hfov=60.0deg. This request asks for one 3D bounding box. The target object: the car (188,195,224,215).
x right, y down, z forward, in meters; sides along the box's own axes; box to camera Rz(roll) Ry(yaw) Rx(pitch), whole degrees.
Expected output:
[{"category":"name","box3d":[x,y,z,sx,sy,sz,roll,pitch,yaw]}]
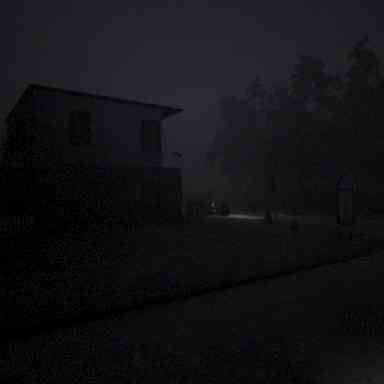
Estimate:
[{"category":"car","box3d":[1.468,1.185,31.482,2.097,1.767,4.553,-1,0,-35]}]

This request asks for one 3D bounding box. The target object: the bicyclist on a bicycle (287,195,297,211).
[{"category":"bicyclist on a bicycle","box3d":[10.135,1.108,33.784,1.656,1.620,0.582,-1,1,-35]}]
